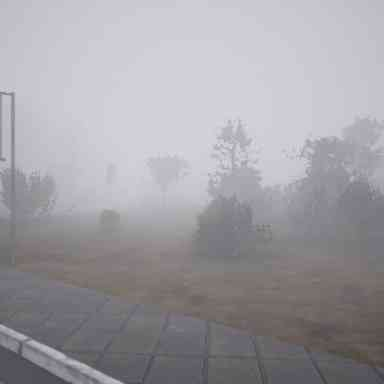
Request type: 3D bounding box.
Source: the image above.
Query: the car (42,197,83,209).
[{"bbox_3d":[-17.882,1.470,46.073,2.128,1.511,4.902,0,0,39],"label":"car"}]

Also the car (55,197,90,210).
[{"bbox_3d":[-15.693,1.474,43.217,2.128,1.511,4.902,0,0,39],"label":"car"}]

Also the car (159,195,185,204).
[{"bbox_3d":[-3.467,1.309,58.363,2.033,1.411,5.357,0,1,38],"label":"car"}]

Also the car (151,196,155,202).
[{"bbox_3d":[-6.710,1.376,59.917,1.895,1.301,4.718,0,1,39],"label":"car"}]
